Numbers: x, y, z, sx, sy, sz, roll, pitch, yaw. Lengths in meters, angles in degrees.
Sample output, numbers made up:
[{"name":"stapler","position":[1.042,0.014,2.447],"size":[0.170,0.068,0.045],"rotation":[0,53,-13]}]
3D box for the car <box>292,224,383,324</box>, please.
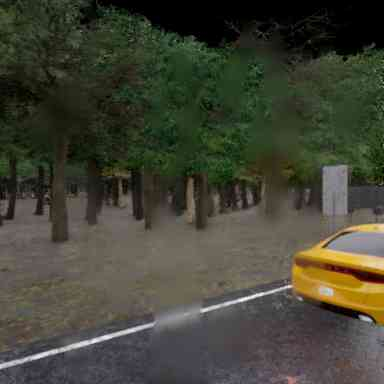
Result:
[{"name":"car","position":[4.157,1.393,6.756],"size":[5.008,1.535,1.882],"rotation":[-1,1,-35]}]
